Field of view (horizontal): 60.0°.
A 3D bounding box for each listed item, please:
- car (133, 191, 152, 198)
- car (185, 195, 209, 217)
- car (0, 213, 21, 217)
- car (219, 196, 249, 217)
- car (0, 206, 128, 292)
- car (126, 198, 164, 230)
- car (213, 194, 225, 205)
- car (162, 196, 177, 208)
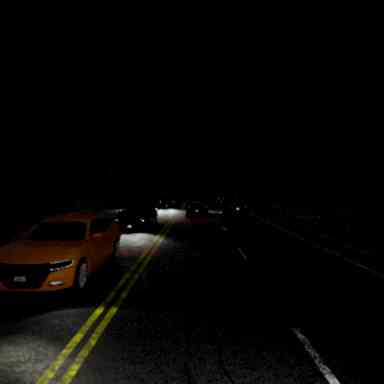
[{"bbox_3d":[-6.039,1.030,39.172,1.882,1.535,5.008,0,0,1],"label":"car"},{"bbox_3d":[0.429,1.235,28.117,1.812,1.442,4.674,0,1,1],"label":"car"},{"bbox_3d":[-6.468,1.437,11.381,1.895,1.301,4.718,0,1,1],"label":"car"},{"bbox_3d":[3.679,1.292,28.488,1.994,1.385,4.181,0,1,1],"label":"car"},{"bbox_3d":[-3.250,1.362,8.842,1.882,1.535,5.008,0,1,1],"label":"car"},{"bbox_3d":[-3.082,1.323,19.413,2.033,1.411,5.357,0,1,1],"label":"car"},{"bbox_3d":[3.904,1.041,46.736,1.837,1.490,4.892,0,1,1],"label":"car"},{"bbox_3d":[-2.786,1.171,39.358,1.895,1.301,4.718,0,1,1],"label":"car"}]
